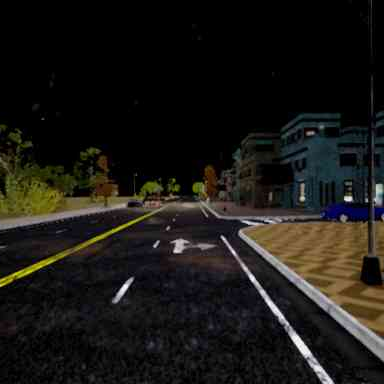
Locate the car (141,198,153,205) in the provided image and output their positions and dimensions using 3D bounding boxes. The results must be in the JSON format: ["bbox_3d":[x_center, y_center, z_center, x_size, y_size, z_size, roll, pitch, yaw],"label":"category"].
[{"bbox_3d":[-9.752,2.062,72.507,1.837,1.490,4.892,0,0,0],"label":"car"}]

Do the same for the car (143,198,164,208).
[{"bbox_3d":[-6.560,1.844,56.962,2.097,1.767,4.553,0,0,0],"label":"car"}]

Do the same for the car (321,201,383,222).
[{"bbox_3d":[12.239,1.433,24.760,5.008,1.535,1.882,-1,-1,-1],"label":"car"}]

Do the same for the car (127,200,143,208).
[{"bbox_3d":[-9.803,2.038,56.857,2.033,1.411,5.357,0,0,1],"label":"car"}]

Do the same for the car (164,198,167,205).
[{"bbox_3d":[-6.502,2.086,72.516,1.812,1.442,4.674,0,0,0],"label":"car"}]
